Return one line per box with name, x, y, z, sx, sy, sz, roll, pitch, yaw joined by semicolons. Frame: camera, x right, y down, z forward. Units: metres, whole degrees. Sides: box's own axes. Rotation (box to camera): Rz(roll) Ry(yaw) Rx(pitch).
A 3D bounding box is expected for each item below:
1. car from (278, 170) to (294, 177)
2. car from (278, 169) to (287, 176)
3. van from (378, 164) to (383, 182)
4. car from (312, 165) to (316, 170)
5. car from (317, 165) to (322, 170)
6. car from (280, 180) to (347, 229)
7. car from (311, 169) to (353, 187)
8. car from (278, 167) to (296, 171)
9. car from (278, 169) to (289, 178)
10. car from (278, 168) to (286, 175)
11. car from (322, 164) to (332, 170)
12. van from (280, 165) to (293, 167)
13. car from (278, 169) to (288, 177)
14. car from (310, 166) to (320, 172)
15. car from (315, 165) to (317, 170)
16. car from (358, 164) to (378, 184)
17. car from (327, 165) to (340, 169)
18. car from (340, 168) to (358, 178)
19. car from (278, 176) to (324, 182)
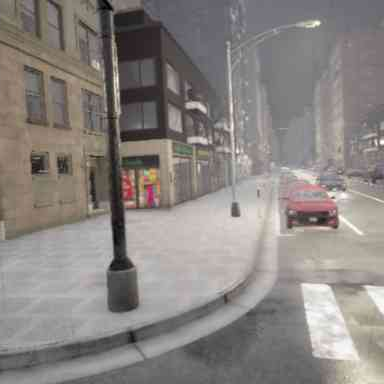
car;10.039;-1.264;34.737;1.802;1.307;4.206;-1;4;14
car;19.844;-4.366;73.093;1.947;1.339;4.313;-1;4;14
van;16.875;-1.360;27.101;1.690;1.788;3.998;-1;4;14
car;29.534;-5.158;76.598;1.752;1.417;4.829;-1;4;14
car;26.680;-4.471;65.459;2.192;1.841;5.009;-2;4;14
car;4.434;0.466;12.817;1.887;1.381;4.507;-1;4;14
car;10.831;-0.777;26.341;2.033;1.411;5.357;-2;4;14
car;12.834;-2.287;45.686;1.967;1.590;4.097;-1;4;14
car;17.042;-3.499;62.132;2.008;1.369;4.403;-1;4;14
car;21.244;-4.828;78.570;1.887;1.381;4.507;-1;4;14
car;25.330;-3.834;60.158;1.752;1.417;4.829;-2;4;14
van;14.231;-2.827;51.159;1.690;1.788;3.998;-1;4;14
car;18.443;-3.925;67.613;1.947;1.339;4.313;-1;4;14
car;32.335;-6.041;87.558;1.752;1.417;4.829;-1;4;14
car;28.093;-4.646;70.957;1.802;1.307;4.206;-1;4;14
car;18.275;-1.827;32.579;2.192;1.841;5.009;-2;4;14
car;23.889;-3.340;54.516;1.947;1.339;4.313;-2;4;14
car;21.088;-2.443;43.557;1.802;1.307;4.206;-2;4;14
car;5.835;0.024;18.296;1.887;1.381;4.507;-1;4;14
